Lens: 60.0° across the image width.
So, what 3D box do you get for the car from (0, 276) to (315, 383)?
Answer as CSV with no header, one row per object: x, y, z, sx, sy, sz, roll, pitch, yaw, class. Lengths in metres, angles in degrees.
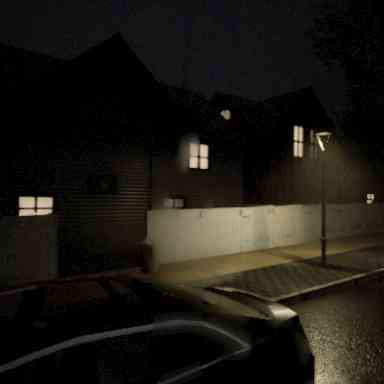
-1.189,1.491,2.215,4.902,1.511,2.128,0,0,-35,car
